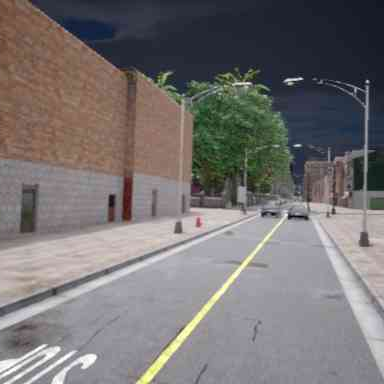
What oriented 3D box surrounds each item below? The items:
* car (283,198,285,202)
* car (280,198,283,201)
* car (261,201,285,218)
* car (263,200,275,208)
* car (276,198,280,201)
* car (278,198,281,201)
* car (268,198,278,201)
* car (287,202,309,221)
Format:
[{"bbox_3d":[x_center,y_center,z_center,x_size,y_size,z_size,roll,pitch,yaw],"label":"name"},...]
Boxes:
[{"bbox_3d":[23.140,2.559,89.518,2.192,1.841,5.009,3,0,18],"label":"car"},{"bbox_3d":[21.460,2.731,84.329,1.802,1.307,4.206,3,0,18],"label":"car"},{"bbox_3d":[8.681,1.995,36.277,2.033,1.411,5.357,2,0,18],"label":"car"},{"bbox_3d":[14.837,2.326,63.866,1.752,1.417,4.829,3,0,18],"label":"car"},{"bbox_3d":[16.463,2.433,68.764,2.008,1.369,4.403,3,0,18],"label":"car"},{"bbox_3d":[18.129,2.535,73.952,1.947,1.339,4.313,3,0,18],"label":"car"},{"bbox_3d":[14.256,2.322,61.979,2.008,1.369,4.403,3,0,18],"label":"car"},{"bbox_3d":[10.688,2.054,33.489,1.994,1.385,4.181,2,0,19],"label":"car"}]
